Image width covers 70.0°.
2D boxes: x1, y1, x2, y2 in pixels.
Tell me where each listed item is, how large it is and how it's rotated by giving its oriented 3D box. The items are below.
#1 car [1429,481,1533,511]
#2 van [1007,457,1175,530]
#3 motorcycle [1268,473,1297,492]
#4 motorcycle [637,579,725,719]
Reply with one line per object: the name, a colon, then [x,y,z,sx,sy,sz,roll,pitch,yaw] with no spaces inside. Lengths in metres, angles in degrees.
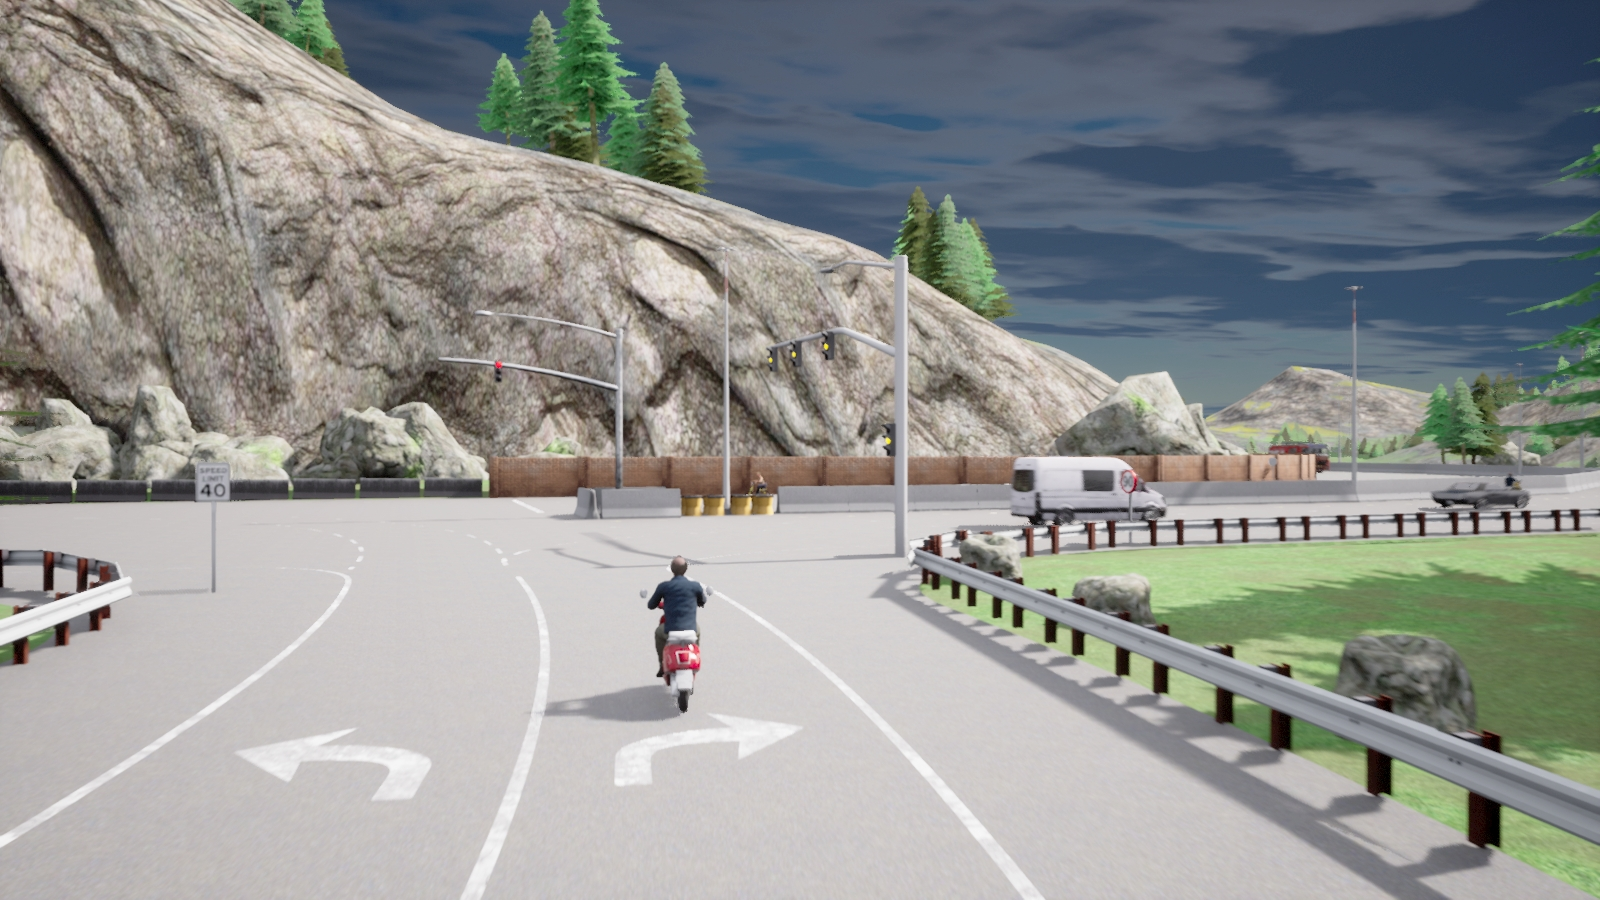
car: [32.358,2.161,54.290,4.718,1.301,1.895,0,0,-24]
van: [10.786,1.541,42.354,5.915,2.561,1.988,0,0,-20]
motorcycle: [32.620,2.192,77.190,1.805,1.236,0.856,0,-3,-31]
motorcycle: [-1.372,2.185,12.867,0.856,1.236,1.805,0,0,-10]
